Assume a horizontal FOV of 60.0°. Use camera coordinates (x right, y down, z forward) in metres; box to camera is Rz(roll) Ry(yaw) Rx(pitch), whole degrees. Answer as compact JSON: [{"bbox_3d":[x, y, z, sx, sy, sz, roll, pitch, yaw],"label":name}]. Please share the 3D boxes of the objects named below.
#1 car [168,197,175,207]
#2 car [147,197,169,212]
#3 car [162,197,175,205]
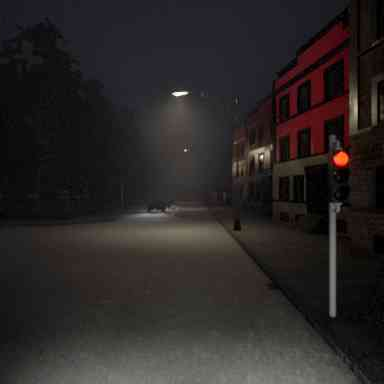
[{"bbox_3d":[-4.039,1.467,48.023,2.128,1.511,4.902,0,0,0],"label":"car"},{"bbox_3d":[-4.055,1.581,38.645,1.895,1.301,4.718,0,0,0],"label":"car"},{"bbox_3d":[-4.005,1.571,58.039,1.895,1.301,4.718,0,0,0],"label":"car"}]
